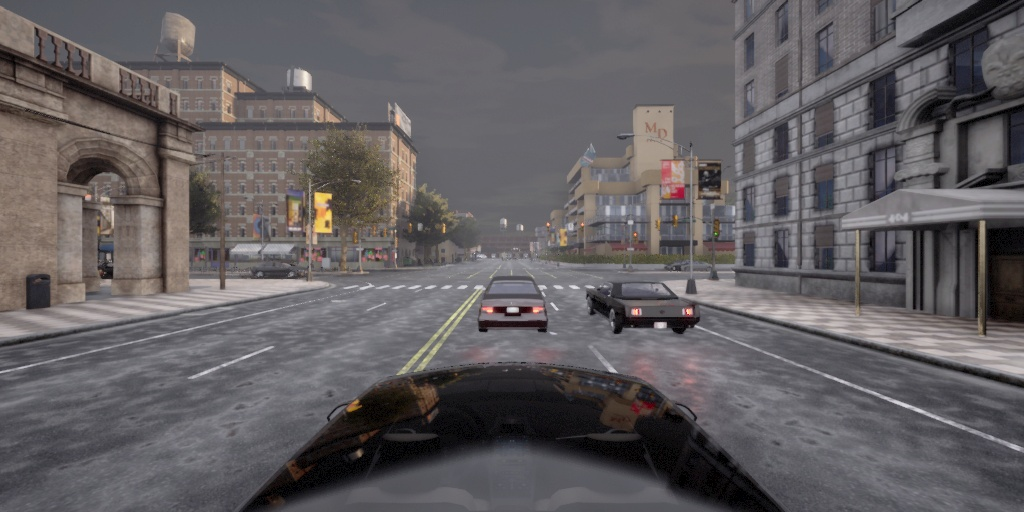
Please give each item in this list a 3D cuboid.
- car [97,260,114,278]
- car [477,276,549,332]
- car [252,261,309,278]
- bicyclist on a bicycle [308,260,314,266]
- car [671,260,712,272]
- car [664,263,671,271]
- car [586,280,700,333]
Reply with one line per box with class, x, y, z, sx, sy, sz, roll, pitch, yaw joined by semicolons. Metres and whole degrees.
car;-35.103;1.226;32.925;5.008;1.535;1.882;0;0;0
car;0.019;1.297;10.821;2.033;1.411;5.357;0;0;0
car;-21.066;1.253;32.831;4.892;1.490;1.837;0;0;2
bicyclist on a bicycle;-31.369;1.047;55.916;0.582;1.620;1.656;0;0;0
car;22.709;1.311;44.758;4.181;1.385;1.994;0;0;0
car;23.004;1.239;48.255;4.902;1.511;2.128;0;0;0
car;3.520;1.350;10.703;1.895;1.301;4.718;0;0;0
